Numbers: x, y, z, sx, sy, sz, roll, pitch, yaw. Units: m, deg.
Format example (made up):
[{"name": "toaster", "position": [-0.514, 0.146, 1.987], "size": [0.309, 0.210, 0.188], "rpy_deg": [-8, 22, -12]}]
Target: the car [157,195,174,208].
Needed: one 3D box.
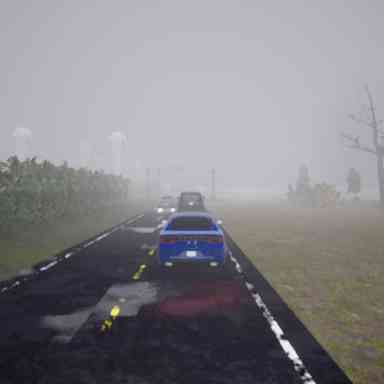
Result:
[{"name": "car", "position": [-3.027, 1.160, 40.332], "size": [1.812, 1.442, 4.674], "rpy_deg": [0, 0, 0]}]

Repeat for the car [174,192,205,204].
[{"name": "car", "position": [-0.073, 0.965, 27.810], "size": [2.150, 2.045, 5.566], "rpy_deg": [0, 1, 0]}]

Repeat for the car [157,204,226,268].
[{"name": "car", "position": [-0.003, 1.373, 10.877], "size": [1.882, 1.535, 5.008], "rpy_deg": [0, 1, 0]}]
